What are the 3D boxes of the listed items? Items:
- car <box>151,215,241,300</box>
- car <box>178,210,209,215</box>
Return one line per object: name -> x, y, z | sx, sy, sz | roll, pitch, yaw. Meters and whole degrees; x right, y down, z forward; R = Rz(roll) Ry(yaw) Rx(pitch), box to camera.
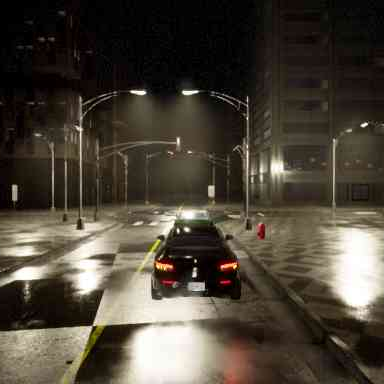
car -> 0.083, 1.523, 8.236 | 1.812, 1.442, 4.674 | 0, 0, 0
car -> 0.071, 1.593, 17.260 | 1.895, 1.301, 4.718 | 0, 0, 0
